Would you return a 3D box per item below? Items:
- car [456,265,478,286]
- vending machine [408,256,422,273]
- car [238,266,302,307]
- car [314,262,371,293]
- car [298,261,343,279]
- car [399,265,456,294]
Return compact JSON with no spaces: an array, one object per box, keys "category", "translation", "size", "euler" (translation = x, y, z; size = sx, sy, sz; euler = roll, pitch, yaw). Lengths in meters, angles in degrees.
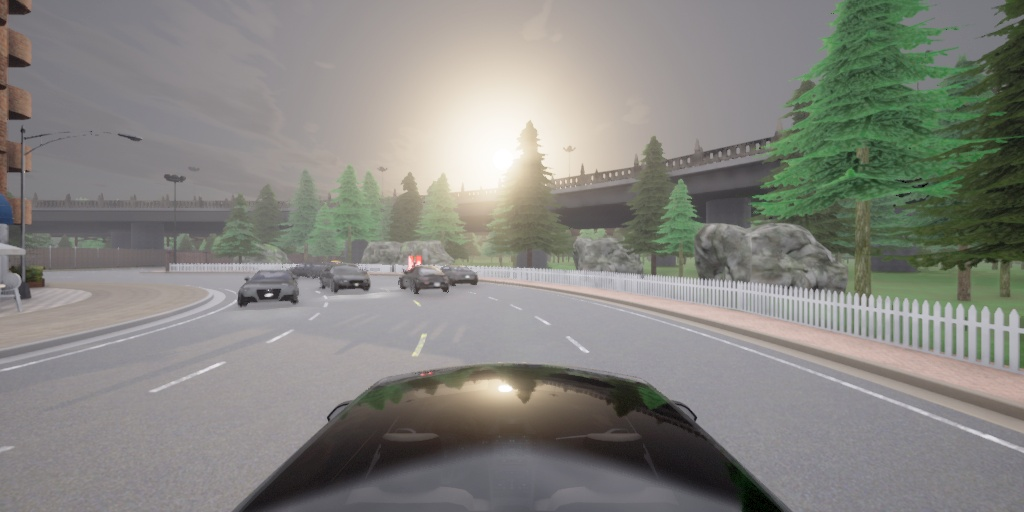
[{"category":"car","translation":[-4.103,1.316,24.940],"size":[1.994,1.385,4.181],"euler":[0,0,-37]},{"category":"vending machine","translation":[-9.721,0.948,35.981],"size":[0.880,2.100,1.100],"euler":[0,0,34]},{"category":"car","translation":[-10.365,1.315,15.520],"size":[1.994,1.385,4.181],"euler":[0,0,-31]},{"category":"car","translation":[-9.728,1.256,20.774],"size":[1.837,1.490,4.892],"euler":[1,-1,-40]},{"category":"car","translation":[-18.010,1.299,32.096],"size":[5.357,1.411,2.033],"euler":[0,0,25]},{"category":"car","translation":[-4.988,1.277,20.248],"size":[1.812,1.442,4.674],"euler":[0,0,-30]}]
